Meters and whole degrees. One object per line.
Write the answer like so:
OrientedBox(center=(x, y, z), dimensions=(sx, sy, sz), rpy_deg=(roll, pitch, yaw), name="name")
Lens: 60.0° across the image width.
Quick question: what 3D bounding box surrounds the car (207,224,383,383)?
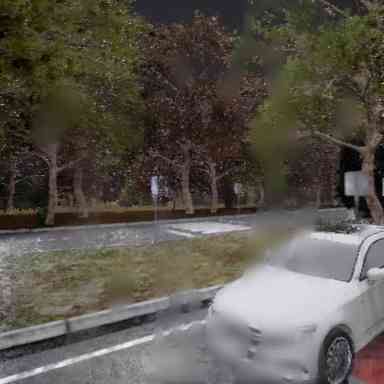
OrientedBox(center=(2.362, 1.348, 5.399), dimensions=(4.674, 1.442, 1.812), rpy_deg=(-8, 4, -35), name="car")
